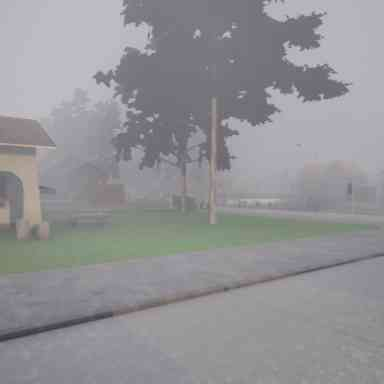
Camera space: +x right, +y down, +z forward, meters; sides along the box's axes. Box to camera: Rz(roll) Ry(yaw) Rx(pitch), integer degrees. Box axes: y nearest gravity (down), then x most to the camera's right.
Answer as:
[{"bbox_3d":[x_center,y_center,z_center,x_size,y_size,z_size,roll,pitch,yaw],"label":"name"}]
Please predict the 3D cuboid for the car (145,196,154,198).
[{"bbox_3d":[-9.070,1.650,69.162,1.812,1.442,4.674,0,0,-36],"label":"car"}]
